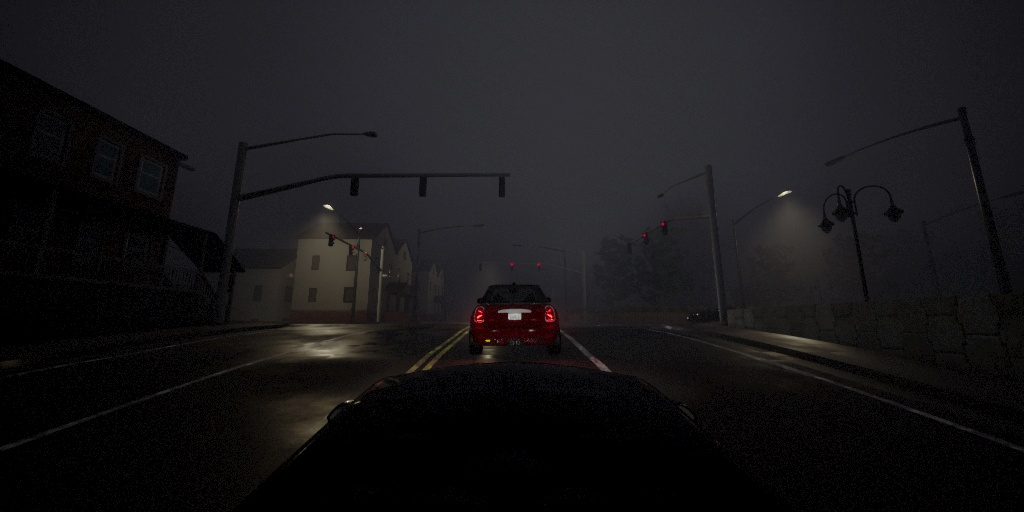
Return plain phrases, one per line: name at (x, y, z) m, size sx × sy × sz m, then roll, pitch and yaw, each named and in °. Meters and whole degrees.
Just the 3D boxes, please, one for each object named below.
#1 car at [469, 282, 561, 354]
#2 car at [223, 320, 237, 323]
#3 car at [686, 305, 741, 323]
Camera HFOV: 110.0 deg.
car at (0.062, 1.564, 10.043) m, size 2.097 × 1.767 × 4.553 m, roll -1°, pitch -6°, yaw 0°
car at (-19.891, 5.152, 24.881) m, size 5.008 × 1.535 × 1.882 m, roll -9°, pitch -10°, yaw 0°
car at (16.311, 4.622, 28.271) m, size 4.902 × 1.511 × 2.128 m, roll 0°, pitch -10°, yaw 1°
